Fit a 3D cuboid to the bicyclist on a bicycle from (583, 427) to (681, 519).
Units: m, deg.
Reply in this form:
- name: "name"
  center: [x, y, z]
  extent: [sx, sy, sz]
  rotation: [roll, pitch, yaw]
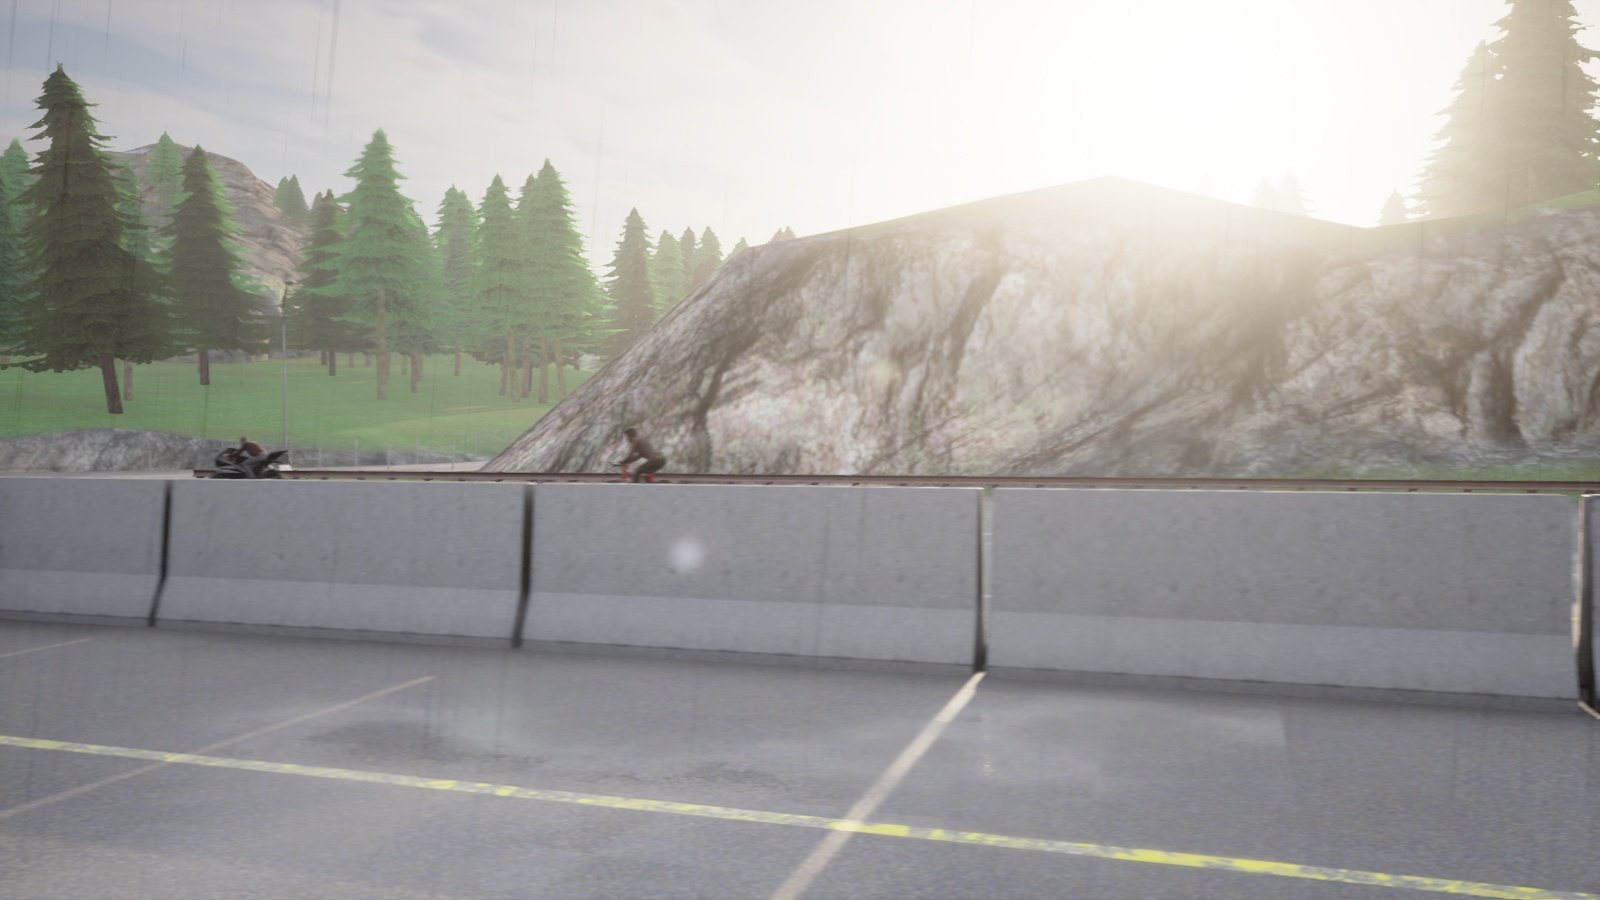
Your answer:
- name: "bicyclist on a bicycle"
  center: [-3.039, 0.405, 22.677]
  extent: [1.656, 1.620, 0.582]
  rotation: [0, 1, 19]

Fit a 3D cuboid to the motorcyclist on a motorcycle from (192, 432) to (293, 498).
- name: "motorcyclist on a motorcycle"
  center: [-13.229, 0.335, 29.799]
  extent: [2.191, 1.530, 0.866]
  rotation: [0, 1, 19]
